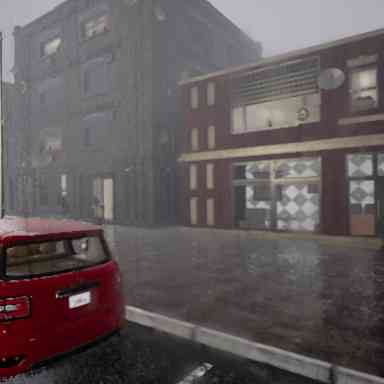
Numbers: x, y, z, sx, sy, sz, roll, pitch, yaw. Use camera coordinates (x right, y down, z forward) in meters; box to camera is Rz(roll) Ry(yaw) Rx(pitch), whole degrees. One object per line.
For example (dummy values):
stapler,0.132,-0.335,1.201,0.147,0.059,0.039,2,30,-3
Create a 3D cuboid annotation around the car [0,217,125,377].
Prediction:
car,-3.226,1.314,5.192,5.009,1.841,2.192,0,-1,35
